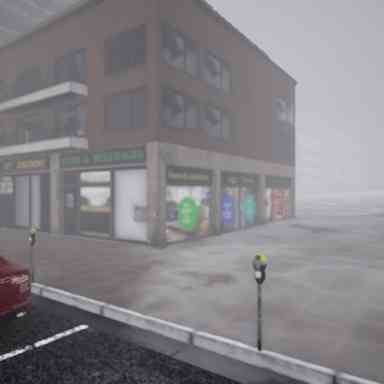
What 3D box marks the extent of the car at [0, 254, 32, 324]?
[{"bbox_3d":[-4.751,1.550,6.108,4.507,1.381,1.887,0,0,35],"label":"car"}]
